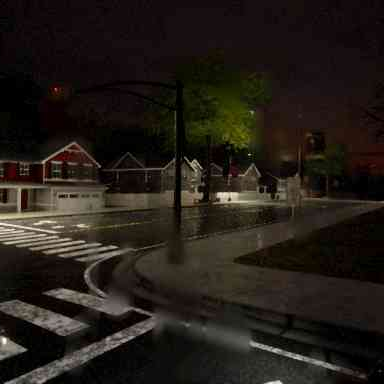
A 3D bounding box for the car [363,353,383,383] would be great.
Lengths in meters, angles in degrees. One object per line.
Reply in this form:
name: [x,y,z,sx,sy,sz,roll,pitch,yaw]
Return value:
car: [3.328,1.506,1.308,4.892,1.490,1.837,0,0,35]
